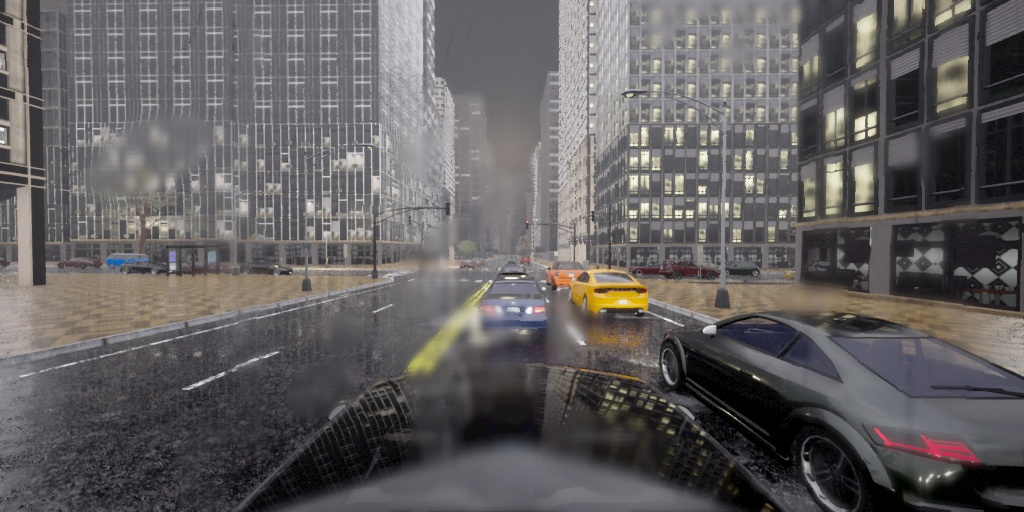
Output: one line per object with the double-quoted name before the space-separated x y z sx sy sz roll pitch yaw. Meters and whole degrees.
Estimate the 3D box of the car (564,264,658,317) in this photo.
"car" 3.331 1.222 13.207 1.882 1.535 5.008 0 0 0

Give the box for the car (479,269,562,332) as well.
"car" 0.086 1.294 10.802 2.033 1.411 5.357 0 0 1

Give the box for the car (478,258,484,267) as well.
"car" -6.665 1.053 64.329 2.097 1.767 4.553 0 0 0

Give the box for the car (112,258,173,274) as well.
"car" -34.149 1.068 33.661 4.313 1.339 1.948 0 0 1

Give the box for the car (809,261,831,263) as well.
"car" 32.662 1.356 38.423 4.553 1.767 2.097 0 1 1

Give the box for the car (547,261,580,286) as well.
"car" 3.316 1.091 22.212 2.097 1.767 4.553 0 0 0

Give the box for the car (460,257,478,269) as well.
"car" -6.679 1.277 54.328 1.994 1.385 4.181 0 0 0

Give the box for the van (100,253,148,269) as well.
"van" -45.354 0.604 42.303 3.998 1.789 1.690 0 0 1

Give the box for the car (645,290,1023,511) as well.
"car" 3.341 1.313 4.122 1.994 1.385 4.181 0 0 0

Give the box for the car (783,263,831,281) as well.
"car" 27.591 1.577 32.733 4.829 1.417 1.751 0 0 1

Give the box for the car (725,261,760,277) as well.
"car" 23.914 1.280 38.565 4.553 1.767 2.097 1 1 1

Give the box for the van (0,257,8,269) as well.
"van" -51.194 0.686 34.031 3.998 1.789 1.690 0 0 1

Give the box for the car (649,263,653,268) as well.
"car" 15.018 1.450 38.737 4.718 1.301 1.895 1 1 2

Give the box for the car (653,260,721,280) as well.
"car" 16.142 1.268 32.911 5.009 1.841 2.192 0 0 1

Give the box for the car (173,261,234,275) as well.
"car" -28.468 1.137 33.497 4.207 1.307 1.802 0 0 1

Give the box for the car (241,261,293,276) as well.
"car" -22.784 1.172 33.374 4.313 1.339 1.948 0 0 1

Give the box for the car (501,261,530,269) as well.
"car" 0.070 1.232 20.554 2.128 1.511 4.902 0 0 0
